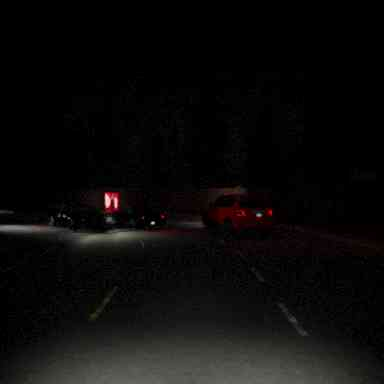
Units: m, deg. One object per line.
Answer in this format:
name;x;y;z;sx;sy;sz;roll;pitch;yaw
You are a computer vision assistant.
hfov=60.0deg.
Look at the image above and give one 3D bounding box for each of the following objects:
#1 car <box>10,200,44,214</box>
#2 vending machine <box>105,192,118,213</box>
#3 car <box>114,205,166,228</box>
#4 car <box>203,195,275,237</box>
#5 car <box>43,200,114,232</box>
car;-15.818;1.474;33.409;4.718;1.301;1.895;0;0;17
vending machine;-8.387;1.064;34.710;0.880;2.100;1.100;0;0;24
car;-3.561;1.519;21.632;1.895;1.301;4.718;0;0;-33
car;2.350;1.153;18.038;2.150;2.045;5.566;1;0;-16
car;-6.986;1.401;20.086;1.882;1.535;5.008;1;0;-42
